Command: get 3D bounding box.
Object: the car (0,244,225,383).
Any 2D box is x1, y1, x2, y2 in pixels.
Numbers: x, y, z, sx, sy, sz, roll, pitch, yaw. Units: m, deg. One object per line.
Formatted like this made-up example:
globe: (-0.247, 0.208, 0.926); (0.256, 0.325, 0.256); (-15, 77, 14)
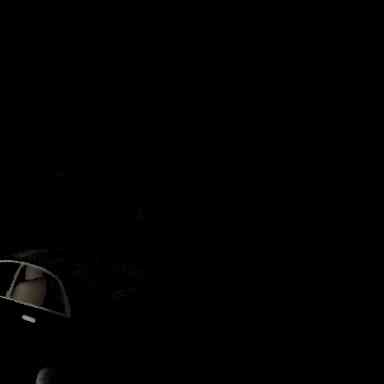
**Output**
car: (-1.905, 1.478, 4.580); (4.892, 1.521, 2.231); (0, 0, 35)
